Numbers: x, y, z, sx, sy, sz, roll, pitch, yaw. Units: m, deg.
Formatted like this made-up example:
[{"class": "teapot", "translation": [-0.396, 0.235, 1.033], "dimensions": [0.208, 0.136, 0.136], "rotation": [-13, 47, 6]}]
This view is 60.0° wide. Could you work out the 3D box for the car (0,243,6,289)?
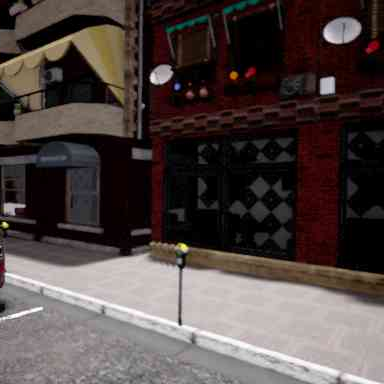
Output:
[{"class": "car", "translation": [-5.789, 1.263, 6.817], "dimensions": [5.009, 1.841, 2.192], "rotation": [0, 1, 35]}]
